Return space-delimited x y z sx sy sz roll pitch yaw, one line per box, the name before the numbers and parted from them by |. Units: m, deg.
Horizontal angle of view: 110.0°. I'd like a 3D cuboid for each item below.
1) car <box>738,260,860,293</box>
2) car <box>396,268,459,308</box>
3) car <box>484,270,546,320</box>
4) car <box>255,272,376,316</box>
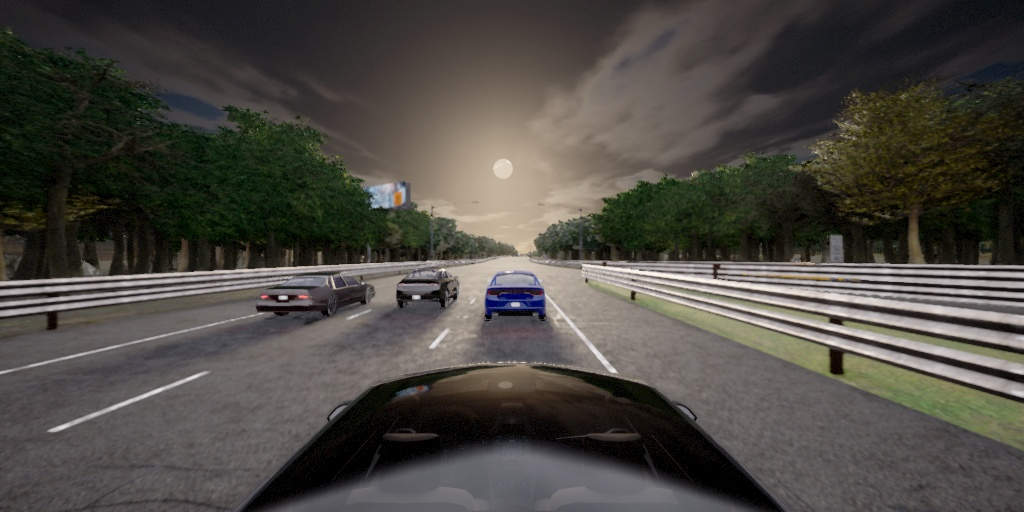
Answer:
car | 13.945 0.976 17.985 1.801 1.575 5.366 0 0 -14
car | -3.400 1.258 15.175 2.128 1.511 4.902 0 0 0
car | 0.100 1.240 12.714 1.882 1.535 5.008 0 0 0
car | -6.900 1.311 13.318 2.033 1.411 5.357 0 0 0
